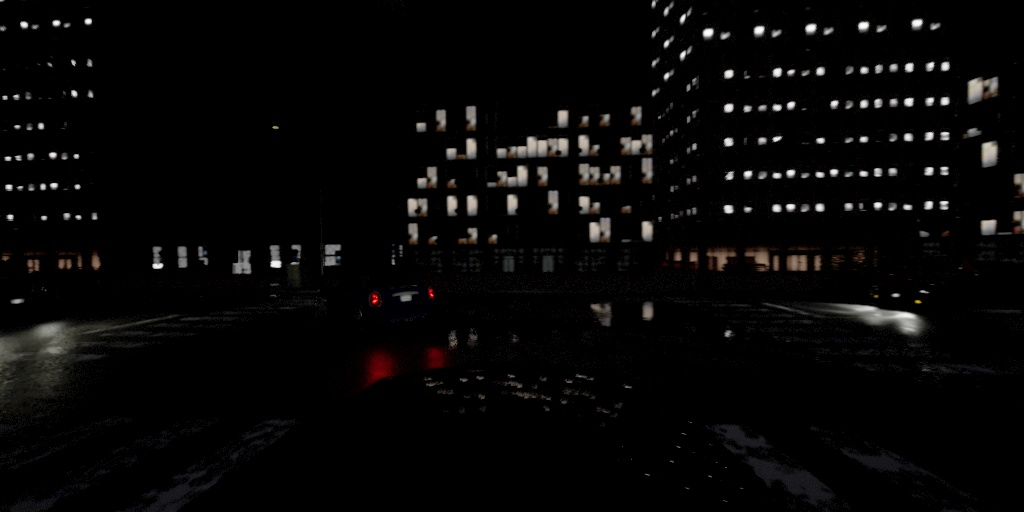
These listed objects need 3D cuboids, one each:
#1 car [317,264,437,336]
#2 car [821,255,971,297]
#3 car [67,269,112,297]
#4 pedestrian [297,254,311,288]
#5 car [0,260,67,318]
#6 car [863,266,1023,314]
[{"bbox_3d":[-4.220,1.099,10.884,2.097,1.767,4.553,-2,2,-43],"label":"car"},{"bbox_3d":[16.055,0.871,14.955,5.009,1.841,2.192,0,0,3],"label":"car"},{"bbox_3d":[-21.792,1.309,17.178,4.313,1.339,1.948,0,0,3],"label":"car"},{"bbox_3d":[-11.233,0.778,19.421,0.375,1.860,0.375,-1,1,3],"label":"pedestrian"},{"bbox_3d":[-17.882,1.048,11.128,5.566,2.045,2.150,0,1,3],"label":"car"},{"bbox_3d":[15.354,1.170,12.389,4.181,1.385,1.994,0,1,3],"label":"car"}]
